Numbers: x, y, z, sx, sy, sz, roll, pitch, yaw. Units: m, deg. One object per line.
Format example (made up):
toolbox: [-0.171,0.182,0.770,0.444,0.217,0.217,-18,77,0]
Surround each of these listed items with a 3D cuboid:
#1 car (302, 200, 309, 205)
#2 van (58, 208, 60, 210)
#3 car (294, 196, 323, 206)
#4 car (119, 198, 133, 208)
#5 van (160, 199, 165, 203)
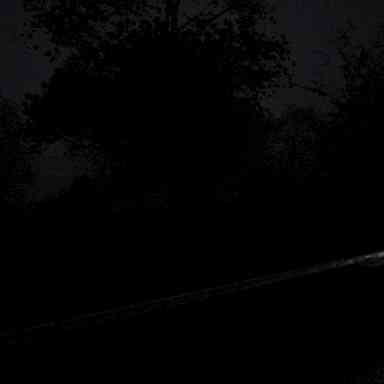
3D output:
car: [23.515,2.155,71.817,1.946,1.575,5.366,-1,0,-36]
van: [-17.011,2.082,42.587,1.878,1.987,4.442,0,0,-36]
car: [25.670,1.882,73.571,2.435,2.045,5.566,-1,0,-36]
car: [-11.974,2.041,62.552,2.435,2.045,5.566,0,0,-36]
van: [-5.075,2.058,67.364,1.878,1.987,4.442,0,0,-36]
